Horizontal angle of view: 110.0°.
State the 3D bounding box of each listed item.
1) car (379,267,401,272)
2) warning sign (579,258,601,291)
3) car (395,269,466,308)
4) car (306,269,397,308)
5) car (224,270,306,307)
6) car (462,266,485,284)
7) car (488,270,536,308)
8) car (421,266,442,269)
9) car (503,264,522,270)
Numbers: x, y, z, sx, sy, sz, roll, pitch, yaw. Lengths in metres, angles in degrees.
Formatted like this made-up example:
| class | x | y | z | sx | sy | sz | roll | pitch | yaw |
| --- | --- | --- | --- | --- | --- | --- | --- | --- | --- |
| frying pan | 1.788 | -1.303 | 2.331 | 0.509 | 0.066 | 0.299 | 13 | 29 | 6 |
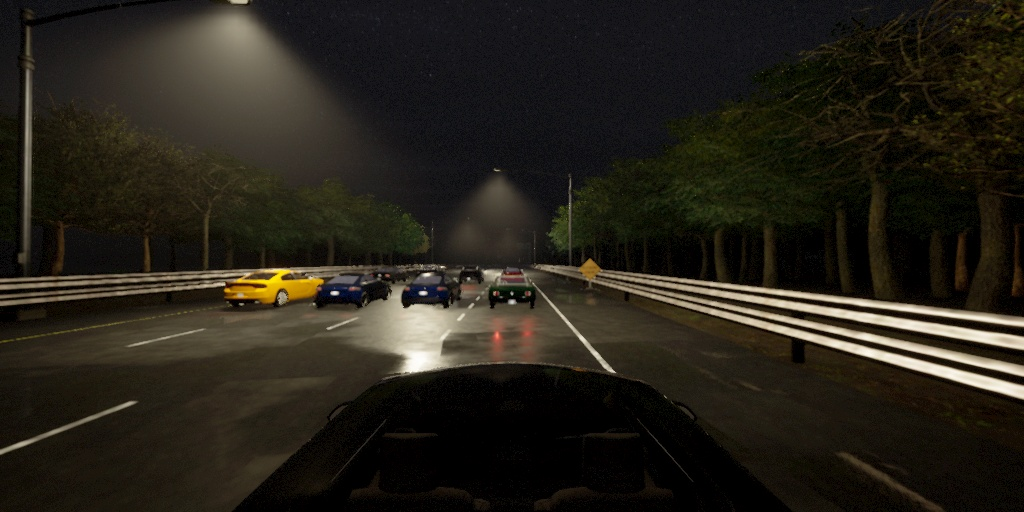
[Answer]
| class | x | y | z | sx | sy | sz | roll | pitch | yaw |
| --- | --- | --- | --- | --- | --- | --- | --- | --- | --- |
| car | -10.461 | 1.628 | 30.854 | 2.033 | 1.411 | 5.357 | 0 | -1 | 0 |
| warning sign | 4.564 | 1.062 | 20.898 | 1.300 | 1.860 | 1.060 | 0 | 0 | 0 |
| car | -3.491 | 1.457 | 16.163 | 1.994 | 1.385 | 4.181 | 0 | -1 | 0 |
| car | -6.989 | 1.457 | 16.160 | 1.994 | 1.385 | 4.181 | 0 | -1 | 0 |
| car | -10.487 | 1.373 | 16.338 | 1.882 | 1.535 | 5.008 | 0 | 0 | 0 |
| car | -3.457 | 1.593 | 31.144 | 1.837 | 1.490 | 4.892 | 0 | -1 | 0 |
| car | 0.008 | 1.491 | 15.956 | 1.895 | 1.301 | 4.718 | 0 | -1 | 0 |
| car | -6.957 | 1.578 | 31.149 | 2.128 | 1.511 | 4.902 | 0 | -1 | 0 |
| car | 0.043 | 1.649 | 31.157 | 1.994 | 1.385 | 4.181 | 0 | -1 | 0 |
